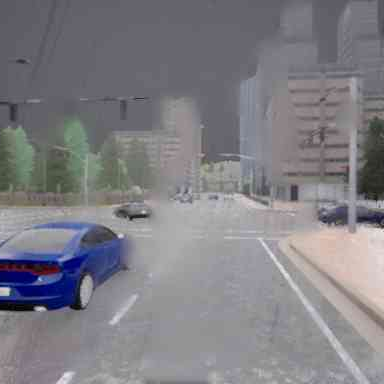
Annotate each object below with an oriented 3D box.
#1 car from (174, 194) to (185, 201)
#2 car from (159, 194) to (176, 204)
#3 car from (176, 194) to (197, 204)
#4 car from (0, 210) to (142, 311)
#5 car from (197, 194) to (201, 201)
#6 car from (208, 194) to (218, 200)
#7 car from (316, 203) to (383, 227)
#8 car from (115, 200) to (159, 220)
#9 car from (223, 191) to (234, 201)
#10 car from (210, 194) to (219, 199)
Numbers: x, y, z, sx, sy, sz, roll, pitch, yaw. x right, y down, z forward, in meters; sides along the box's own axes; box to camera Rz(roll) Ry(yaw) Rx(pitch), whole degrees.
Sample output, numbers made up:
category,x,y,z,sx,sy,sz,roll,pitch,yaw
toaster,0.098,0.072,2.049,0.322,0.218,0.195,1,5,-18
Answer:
category,x,y,z,sx,sy,sz,roll,pitch,yaw
car,-2.686,1.119,71.814,1.812,1.442,4.674,0,0,6
car,-4.393,1.159,56.397,2.128,1.511,4.902,0,0,7
car,-0.912,1.183,56.025,2.128,1.511,4.902,0,0,7
car,-2.767,1.417,7.722,1.882,1.535,5.008,0,0,5
car,0.794,1.145,71.442,2.128,1.511,4.902,0,0,6
car,4.817,1.094,76.142,1.882,1.535,5.008,0,0,6
car,10.457,1.476,21.524,4.674,1.442,1.812,0,0,0
car,-4.542,1.395,25.658,1.994,1.385,4.181,0,0,-31
car,8.265,0.866,75.454,2.150,2.045,5.566,0,0,6
car,5.816,1.169,85.489,1.895,1.301,4.718,0,0,6
